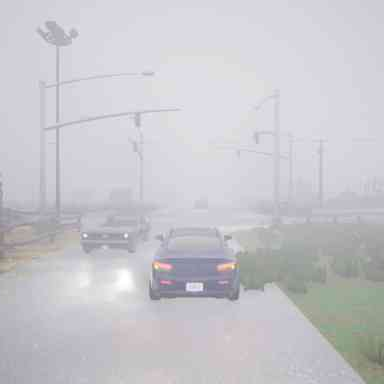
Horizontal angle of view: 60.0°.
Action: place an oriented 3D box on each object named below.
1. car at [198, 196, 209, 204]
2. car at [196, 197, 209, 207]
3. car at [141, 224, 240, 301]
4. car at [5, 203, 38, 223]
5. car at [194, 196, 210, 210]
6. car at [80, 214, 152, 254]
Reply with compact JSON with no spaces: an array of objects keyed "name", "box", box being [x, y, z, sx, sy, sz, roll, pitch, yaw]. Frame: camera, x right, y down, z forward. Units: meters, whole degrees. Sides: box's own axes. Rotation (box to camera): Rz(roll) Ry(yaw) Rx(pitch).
[{"name":"car","box":[2.321,1.512,64.239,2.033,1.411,5.357,0,0,3]},{"name":"car","box":[1.776,1.512,53.532,2.033,1.411,5.357,0,0,3]},{"name":"car","box":[0.049,1.526,8.230,1.812,1.442,4.674,0,0,0]},{"name":"car","box":[-13.557,1.526,23.792,4.674,1.442,1.812,0,0,1]},{"name":"car","box":[1.272,1.512,42.890,2.033,1.411,5.357,0,0,3]},{"name":"car","box":[-2.927,1.601,13.703,1.895,1.301,4.718,0,0,2]}]
